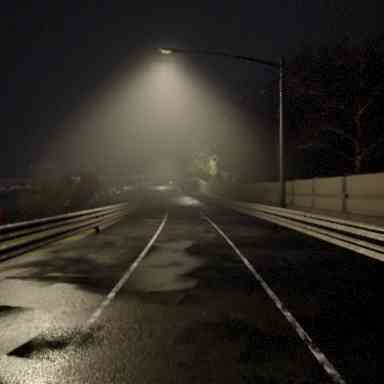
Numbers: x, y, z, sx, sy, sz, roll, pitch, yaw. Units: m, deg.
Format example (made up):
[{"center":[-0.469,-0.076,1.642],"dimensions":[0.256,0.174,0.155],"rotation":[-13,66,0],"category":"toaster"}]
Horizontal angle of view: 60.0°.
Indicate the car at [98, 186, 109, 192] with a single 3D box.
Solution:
[{"center":[-25.140,-0.703,91.532],"dimensions":[2.150,2.045,5.566],"rotation":[1,4,15],"category":"car"}]
